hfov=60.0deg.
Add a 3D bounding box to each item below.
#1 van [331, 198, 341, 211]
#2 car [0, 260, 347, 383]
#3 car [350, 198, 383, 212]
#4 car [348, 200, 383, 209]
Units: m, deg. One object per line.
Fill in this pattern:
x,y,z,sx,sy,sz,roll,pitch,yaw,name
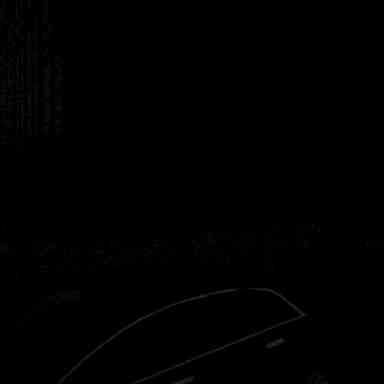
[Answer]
19.794,1.740,46.404,1.690,1.788,3.998,-1,0,-35,van
-0.542,1.510,2.989,4.892,1.490,1.837,0,0,-35,car
23.081,1.658,41.772,2.192,1.841,5.009,-1,0,-35,car
26.745,1.903,51.346,1.947,1.339,4.313,-1,0,-35,car
